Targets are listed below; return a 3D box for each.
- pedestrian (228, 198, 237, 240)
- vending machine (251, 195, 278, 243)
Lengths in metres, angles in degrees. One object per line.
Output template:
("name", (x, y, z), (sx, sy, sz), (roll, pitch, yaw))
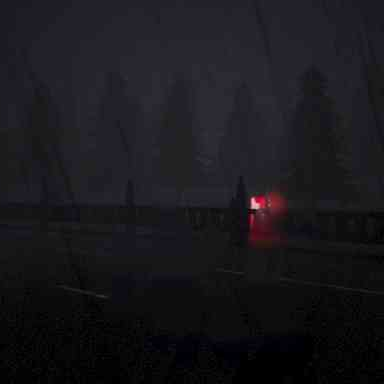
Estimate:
("pedestrian", (1.814, 1.141, 14.457), (0.375, 1.860, 0.375), (0, 0, 32))
("vending machine", (3.324, 1.195, 15.244), (0.880, 2.100, 1.100), (0, 0, 32))
